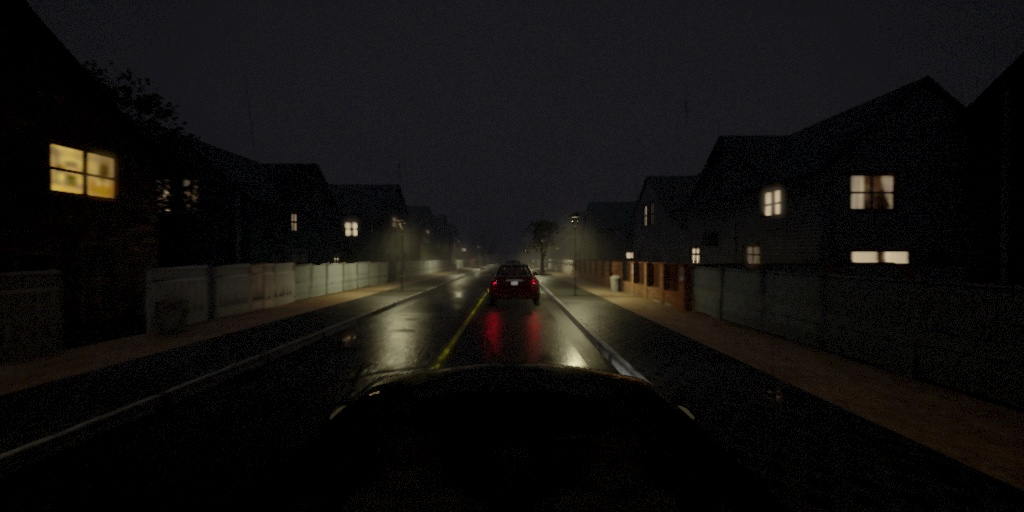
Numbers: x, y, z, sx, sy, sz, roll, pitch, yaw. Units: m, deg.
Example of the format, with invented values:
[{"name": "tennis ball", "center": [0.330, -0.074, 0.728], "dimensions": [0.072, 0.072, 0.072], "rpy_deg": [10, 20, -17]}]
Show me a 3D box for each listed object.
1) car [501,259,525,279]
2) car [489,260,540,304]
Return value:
[{"name": "car", "center": [0.103, 1.165, 34.399], "dimensions": [2.097, 1.767, 4.553], "rpy_deg": [0, 0, 0]}, {"name": "car", "center": [0.101, 1.113, 16.374], "dimensions": [2.097, 1.767, 4.553], "rpy_deg": [0, 0, 0]}]
